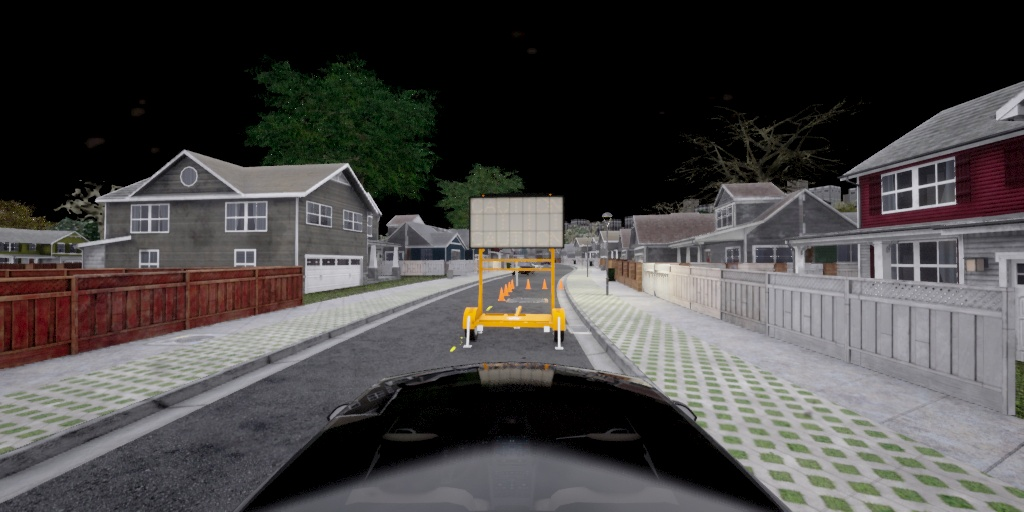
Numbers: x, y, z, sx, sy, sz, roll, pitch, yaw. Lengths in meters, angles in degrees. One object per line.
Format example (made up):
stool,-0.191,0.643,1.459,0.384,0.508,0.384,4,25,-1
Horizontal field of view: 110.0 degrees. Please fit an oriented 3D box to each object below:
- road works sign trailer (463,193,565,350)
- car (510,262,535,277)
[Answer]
road works sign trailer,0.130,0.219,9.167,2.380,3.560,2.880,0,0,5
car,1.245,1.360,37.708,2.033,1.411,5.357,0,0,12
